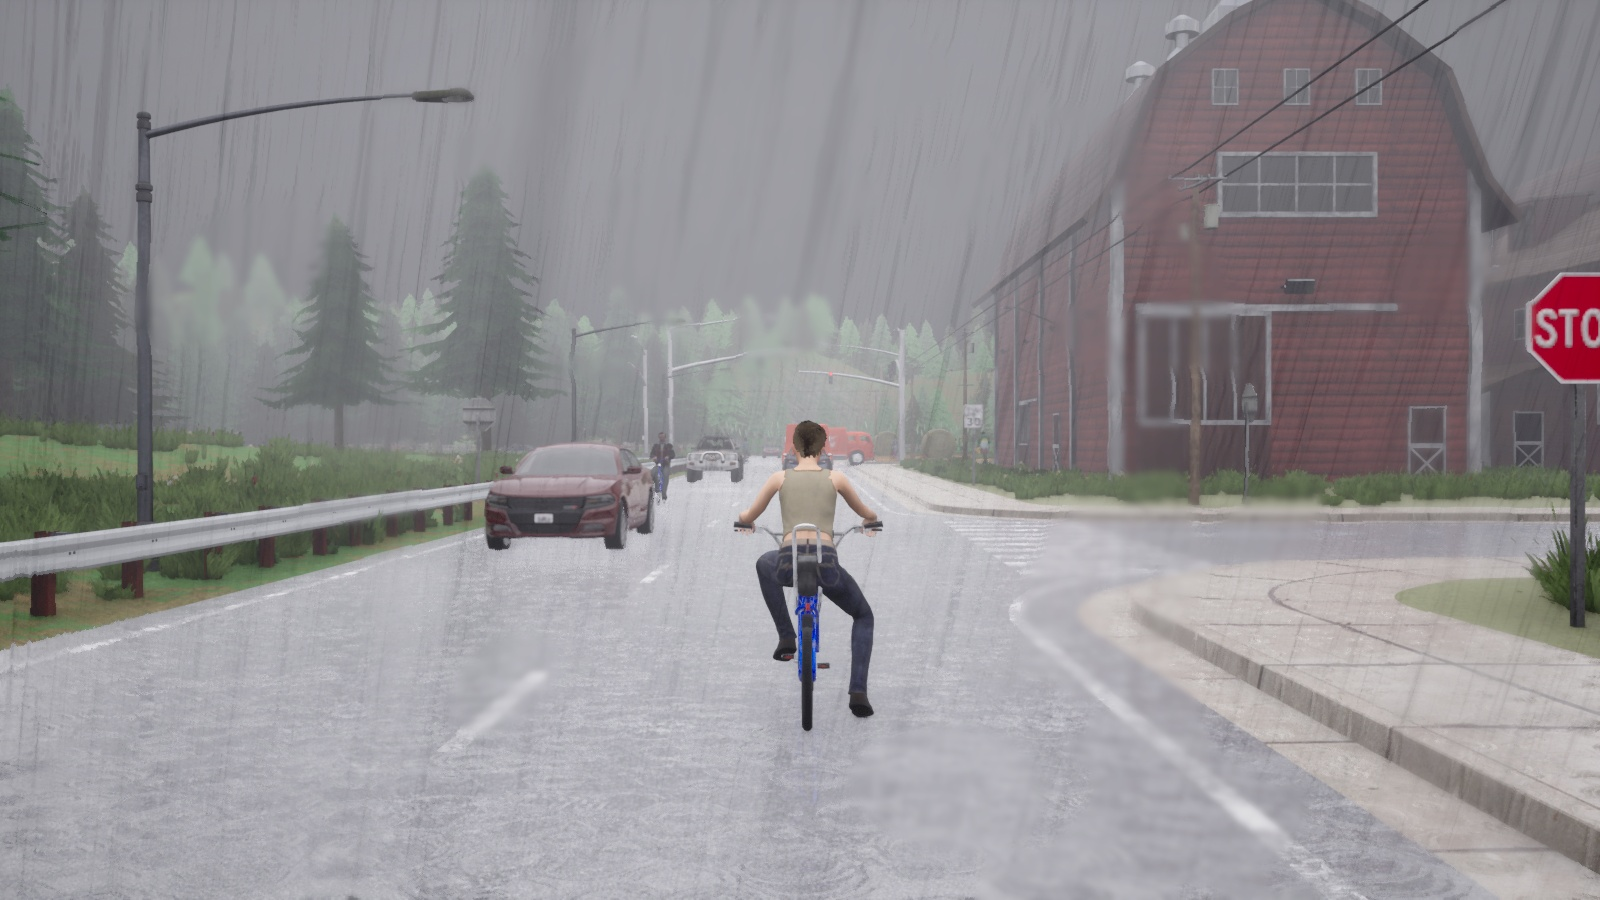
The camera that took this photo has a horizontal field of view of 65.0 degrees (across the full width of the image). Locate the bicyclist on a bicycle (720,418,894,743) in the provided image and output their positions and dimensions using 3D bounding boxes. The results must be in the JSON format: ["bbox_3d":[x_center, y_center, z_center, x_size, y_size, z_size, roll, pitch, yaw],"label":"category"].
[{"bbox_3d":[0.045,0.644,6.984,0.866,1.612,1.509,0,0,1],"label":"bicyclist on a bicycle"}]

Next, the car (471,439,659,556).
[{"bbox_3d":[-3.378,0.614,19.032,1.882,1.535,5.008,0,0,0],"label":"car"}]

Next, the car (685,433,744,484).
[{"bbox_3d":[-3.214,0.289,48.073,1.932,1.855,4.605,0,0,0],"label":"car"}]

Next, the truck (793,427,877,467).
[{"bbox_3d":[2.192,-0.208,80.075,5.204,2.467,2.627,0,0,-1],"label":"truck"}]

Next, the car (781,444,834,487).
[{"bbox_3d":[0.268,0.506,44.986,1.816,1.474,4.193,0,0,0],"label":"car"}]

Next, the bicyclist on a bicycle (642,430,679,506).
[{"bbox_3d":[-3.316,0.443,29.977,0.659,1.776,1.843,0,-2,0],"label":"bicyclist on a bicycle"}]

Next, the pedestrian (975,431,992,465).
[{"bbox_3d":[10.649,-0.142,72.823,0.659,1.952,0.873,0,0,-21],"label":"pedestrian"}]

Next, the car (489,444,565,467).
[{"bbox_3d":[-16.561,0.339,76.345,4.181,1.385,1.994,0,0,0],"label":"car"}]

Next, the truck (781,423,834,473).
[{"bbox_3d":[0.381,-0.106,64.841,2.627,2.467,5.204,0,0,0],"label":"truck"}]
